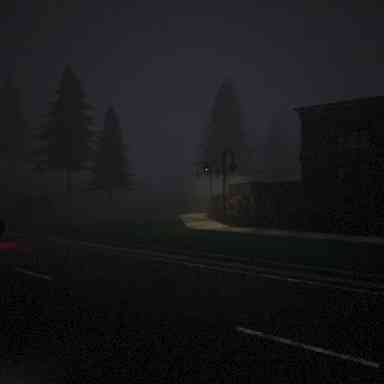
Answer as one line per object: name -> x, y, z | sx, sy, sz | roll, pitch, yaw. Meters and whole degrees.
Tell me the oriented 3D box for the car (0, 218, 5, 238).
car -> -10.927, 1.505, 16.089 | 4.892, 1.490, 1.837 | 0, 0, 36
